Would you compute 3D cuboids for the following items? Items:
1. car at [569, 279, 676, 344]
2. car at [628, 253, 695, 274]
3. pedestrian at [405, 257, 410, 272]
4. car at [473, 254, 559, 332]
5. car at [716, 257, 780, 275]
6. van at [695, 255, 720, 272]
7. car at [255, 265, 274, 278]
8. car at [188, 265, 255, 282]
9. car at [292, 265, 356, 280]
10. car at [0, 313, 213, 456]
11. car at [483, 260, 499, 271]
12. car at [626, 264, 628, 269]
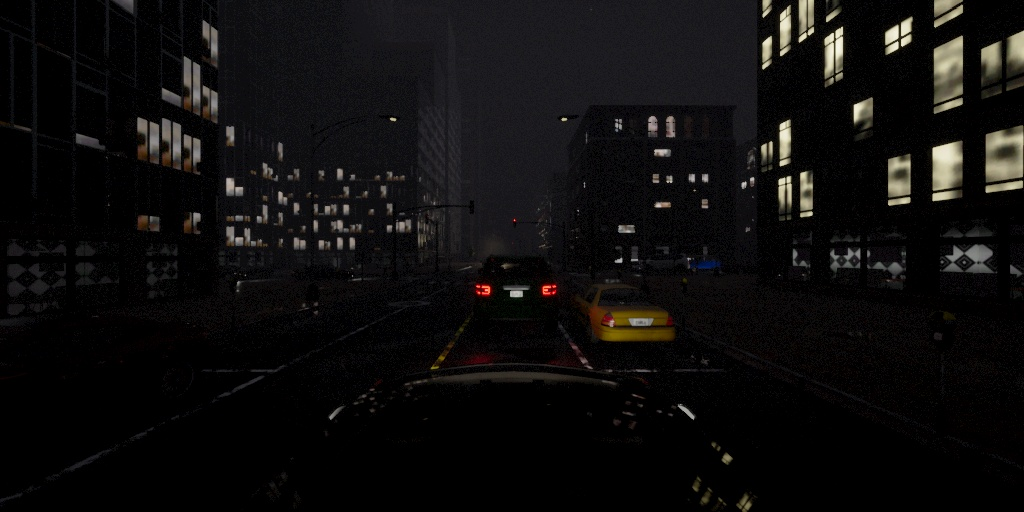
[{"bbox_3d":[2.561,1.275,9.429,1.751,1.417,4.829,0,0,0],"label":"car"},{"bbox_3d":[15.415,0.755,37.176,5.566,2.045,2.150,-1,0,-1],"label":"car"},{"bbox_3d":[-12.371,1.020,42.257,0.375,1.860,0.375,0,1,-1],"label":"pedestrian"},{"bbox_3d":[0.094,0.971,10.983,2.150,2.045,5.566,0,0,0],"label":"car"},{"bbox_3d":[21.071,1.019,31.823,4.507,1.381,1.888,0,0,-1],"label":"car"},{"bbox_3d":[20.959,0.800,39.703,3.998,1.789,1.690,0,0,-1],"label":"van"},{"bbox_3d":[-28.422,1.648,39.064,4.403,1.370,2.007,0,0,-1],"label":"car"},{"bbox_3d":[-27.521,1.602,33.694,4.892,1.490,1.837,-1,0,-1],"label":"car"},{"bbox_3d":[-17.707,1.514,33.824,5.357,1.411,2.033,-1,0,-1],"label":"car"},{"bbox_3d":[-5.316,1.332,3.695,1.802,1.307,4.207,0,0,0],"label":"car"},{"bbox_3d":[-2.861,1.299,50.632,2.033,1.411,5.357,0,0,-1],"label":"car"},{"bbox_3d":[15.304,0.844,39.641,5.009,1.841,2.192,0,0,-1],"label":"car"}]
